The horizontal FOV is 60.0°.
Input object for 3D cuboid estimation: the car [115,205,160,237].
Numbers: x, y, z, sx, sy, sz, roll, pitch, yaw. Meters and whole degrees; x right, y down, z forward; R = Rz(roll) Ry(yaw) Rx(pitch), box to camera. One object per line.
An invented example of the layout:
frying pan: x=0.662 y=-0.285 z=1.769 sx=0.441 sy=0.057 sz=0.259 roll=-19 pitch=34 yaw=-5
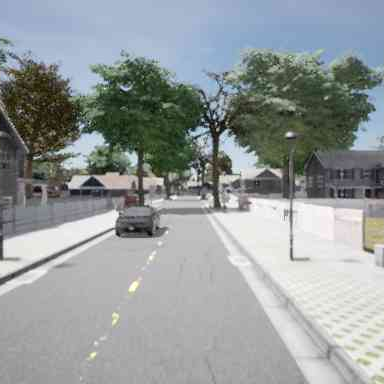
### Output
car: x=-2.854 y=1.451 z=18.196 sx=1.882 sy=1.535 sz=5.008 roll=0 pitch=0 yaw=0
